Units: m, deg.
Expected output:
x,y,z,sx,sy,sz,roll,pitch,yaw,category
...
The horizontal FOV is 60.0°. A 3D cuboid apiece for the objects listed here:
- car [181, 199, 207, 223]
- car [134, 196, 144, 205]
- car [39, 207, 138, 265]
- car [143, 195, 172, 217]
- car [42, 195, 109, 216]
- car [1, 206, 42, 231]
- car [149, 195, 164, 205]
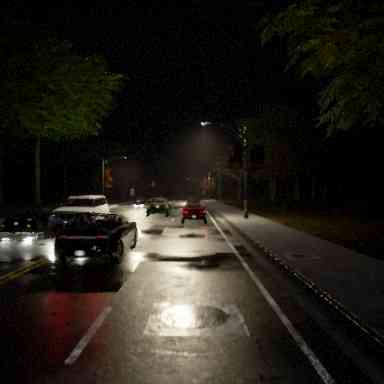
x,y,z,sx,sy,sz,roll,pitch,yaw,category
0.146,1.545,25.563,1.812,1.442,4.674,0,0,0,car
-9.670,1.554,62.296,2.128,1.511,4.902,0,0,1,car
-3.131,1.497,11.720,2.128,1.511,4.902,0,0,0,car
-3.094,1.377,31.971,2.097,1.767,4.553,0,0,0,car
-6.566,1.231,20.106,2.150,2.045,5.566,0,0,1,car
-9.814,1.573,20.527,1.994,1.385,4.181,0,0,0,car
-6.436,1.412,60.608,2.097,1.767,4.553,0,0,1,car
